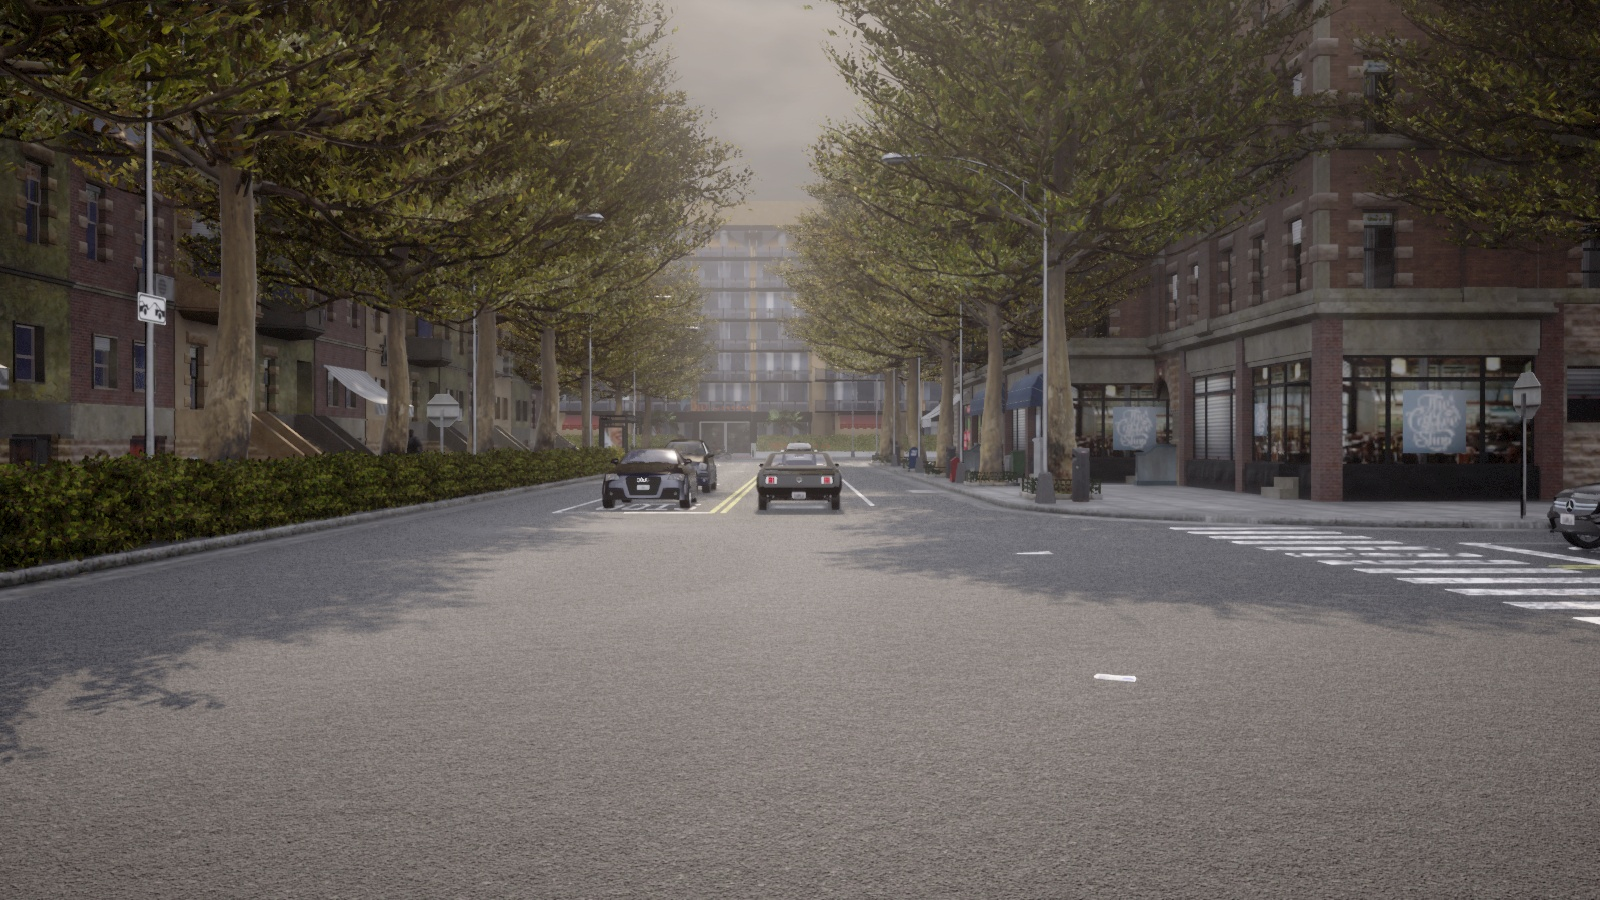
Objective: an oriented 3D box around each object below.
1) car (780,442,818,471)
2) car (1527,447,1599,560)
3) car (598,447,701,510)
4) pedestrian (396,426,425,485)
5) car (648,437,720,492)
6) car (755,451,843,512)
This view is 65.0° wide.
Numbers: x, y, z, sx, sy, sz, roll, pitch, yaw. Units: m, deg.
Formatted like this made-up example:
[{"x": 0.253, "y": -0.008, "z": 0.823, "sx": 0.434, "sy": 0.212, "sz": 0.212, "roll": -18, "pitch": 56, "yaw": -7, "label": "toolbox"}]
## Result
[{"x": -0.049, "y": 0.314, "z": 67.182, "sx": 2.007, "sy": 1.525, "sz": 4.514, "roll": 0, "pitch": 0, "yaw": 0, "label": "car"}, {"x": 12.593, "y": 0.687, "z": 16.822, "sx": 4.674, "sy": 1.442, "sz": 1.812, "roll": 0, "pitch": 0, "yaw": -1, "label": "car"}, {"x": -3.518, "y": 0.638, "z": 30.072, "sx": 1.994, "sy": 1.385, "sz": 4.181, "roll": 0, "pitch": 0, "yaw": 0, "label": "car"}, {"x": -12.557, "y": 0.164, "z": 40.517, "sx": 0.563, "sy": 1.883, "sz": 0.849, "roll": 0, "pitch": 0, "yaw": 9, "label": "pedestrian"}, {"x": -3.528, "y": 0.422, "z": 38.868, "sx": 1.851, "sy": 1.617, "sz": 3.988, "roll": 0, "pitch": 0, "yaw": 0, "label": "car"}, {"x": -0.021, "y": 0.680, "z": 29.579, "sx": 1.895, "sy": 1.301, "sz": 4.718, "roll": 0, "pitch": 0, "yaw": 0, "label": "car"}]
